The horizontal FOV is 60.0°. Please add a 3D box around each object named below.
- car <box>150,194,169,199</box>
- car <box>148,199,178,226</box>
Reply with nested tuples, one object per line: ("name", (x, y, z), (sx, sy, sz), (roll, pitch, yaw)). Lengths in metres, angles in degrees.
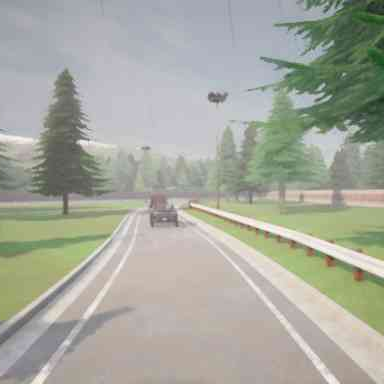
("car", (-4.228, 1.287, 42.728), (2.150, 2.045, 5.566), (0, 0, -4))
("car", (-2.035, 1.527, 23.443), (2.128, 1.511, 4.902), (0, 0, -8))
